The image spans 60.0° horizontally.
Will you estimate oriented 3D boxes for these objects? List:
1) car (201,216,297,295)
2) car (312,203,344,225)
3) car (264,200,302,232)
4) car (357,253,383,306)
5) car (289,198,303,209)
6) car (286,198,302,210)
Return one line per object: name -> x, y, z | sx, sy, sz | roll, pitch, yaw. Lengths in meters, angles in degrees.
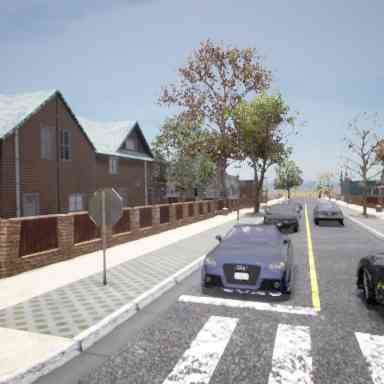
car -> 1.638, 1.565, 8.830 | 1.994, 1.385, 4.181 | 0, 0, 18
car -> 9.829, 1.516, 24.157 | 2.033, 1.411, 5.357 | 0, 0, 19
car -> 5.492, 1.465, 20.196 | 1.882, 1.535, 5.008 | 0, 0, 19
car -> 4.242, 1.494, 5.108 | 1.837, 1.490, 4.892 | -2, 0, 5
car -> 8.973, 1.520, 30.504 | 2.033, 1.411, 5.357 | 0, 0, 19
car -> 13.166, 1.480, 42.760 | 1.812, 1.442, 4.674 | 0, 0, 19
